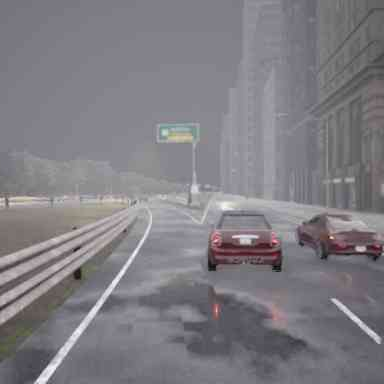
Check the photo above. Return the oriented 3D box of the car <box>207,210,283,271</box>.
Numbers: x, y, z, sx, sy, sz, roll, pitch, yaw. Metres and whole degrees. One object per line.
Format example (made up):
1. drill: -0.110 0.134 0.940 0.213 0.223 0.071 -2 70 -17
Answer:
1. car: 1.596 1.363 11.149 2.097 1.767 4.553 0 0 4

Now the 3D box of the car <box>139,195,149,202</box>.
1. car: -10.475 1.354 72.169 2.128 1.511 4.902 0 0 -12

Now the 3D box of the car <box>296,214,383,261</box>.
1. car: 5.175 1.521 12.181 1.812 1.442 4.674 0 0 4
